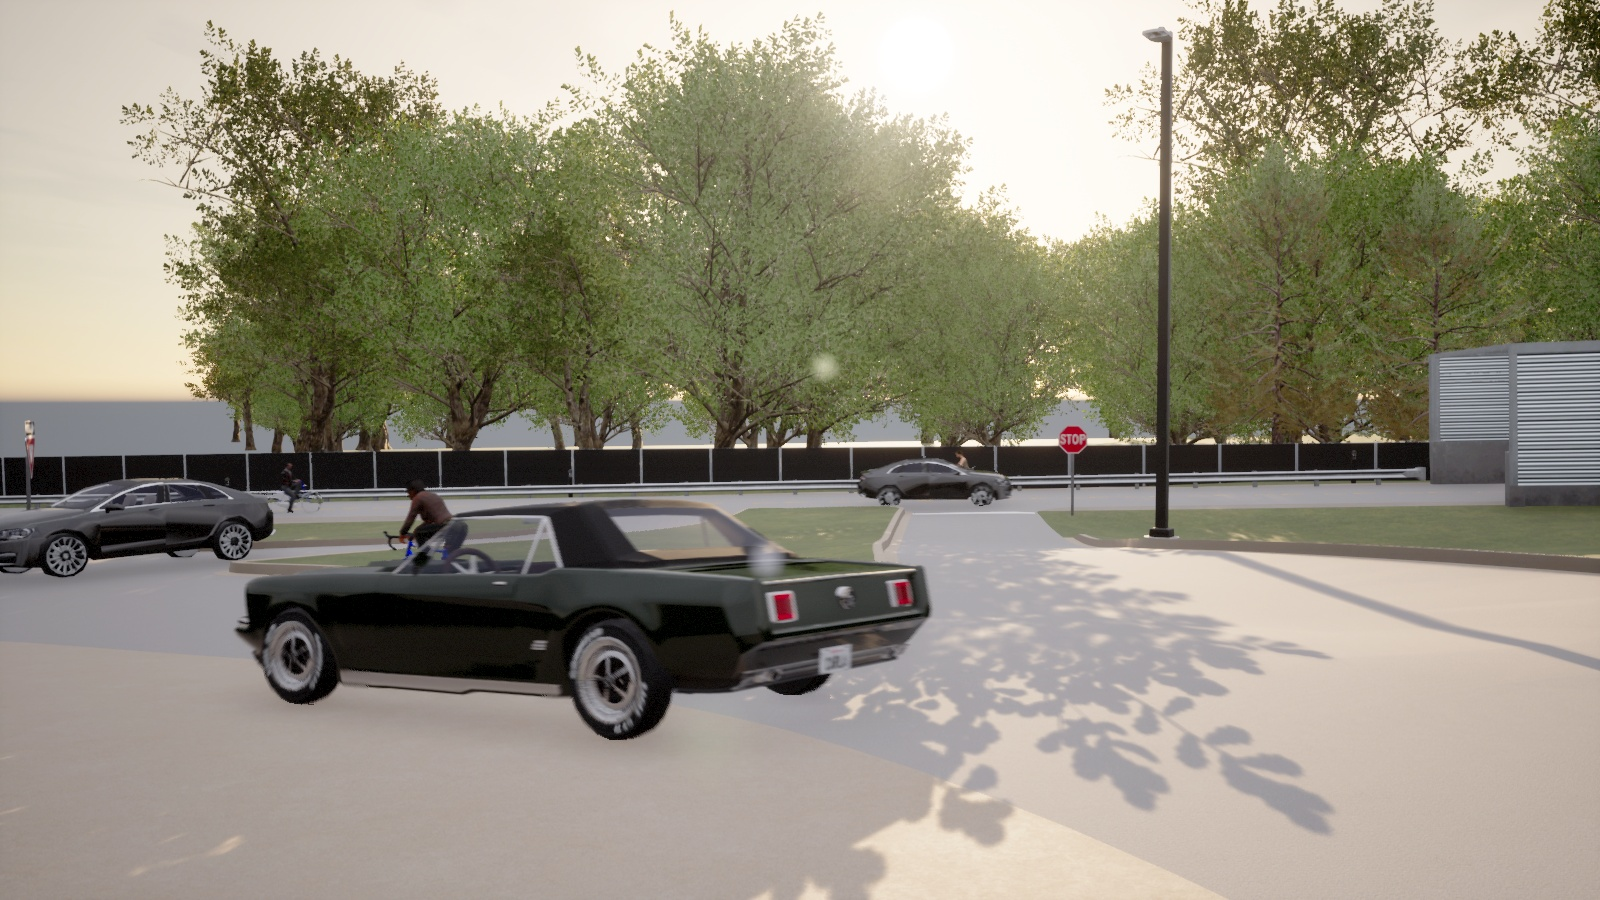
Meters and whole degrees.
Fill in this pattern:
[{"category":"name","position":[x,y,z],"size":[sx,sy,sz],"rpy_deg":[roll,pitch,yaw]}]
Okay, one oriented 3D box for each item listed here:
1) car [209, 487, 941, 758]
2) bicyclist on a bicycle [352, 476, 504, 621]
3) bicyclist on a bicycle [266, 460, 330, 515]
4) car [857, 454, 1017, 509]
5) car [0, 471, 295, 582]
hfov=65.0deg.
[{"category":"car","position":[-1.642,1.000,8.187],"size":[4.718,1.301,1.895],"rpy_deg":[-4,-4,35]},{"category":"bicyclist on a bicycle","position":[-4.395,1.156,14.813],"size":[1.656,1.620,0.582],"rpy_deg":[-3,1,25]},{"category":"bicyclist on a bicycle","position":[-17.092,1.277,42.766],"size":[1.843,1.776,0.659],"rpy_deg":[-1,2,8]},{"category":"car","position":[4.371,0.991,39.952],"size":[4.902,1.511,2.128],"rpy_deg":[-1,2,7]},{"category":"car","position":[-11.498,1.201,21.521],"size":[2.128,1.511,4.902],"rpy_deg":[-1,1,34]}]
